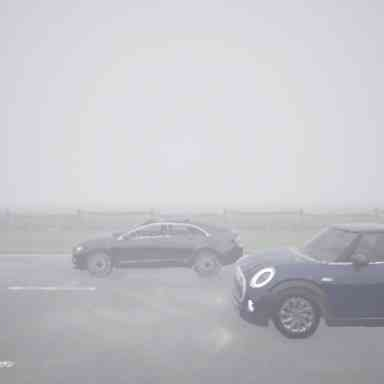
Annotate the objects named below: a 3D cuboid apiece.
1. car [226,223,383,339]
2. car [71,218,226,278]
[{"bbox_3d":[3.033,1.360,6.036,4.553,1.767,2.097,0,0,2],"label":"car"},{"bbox_3d":[-0.956,1.532,9.692,4.902,1.511,2.128,-1,0,2],"label":"car"}]
